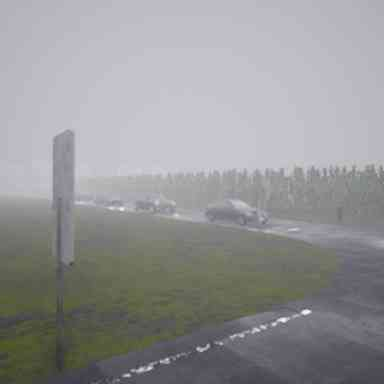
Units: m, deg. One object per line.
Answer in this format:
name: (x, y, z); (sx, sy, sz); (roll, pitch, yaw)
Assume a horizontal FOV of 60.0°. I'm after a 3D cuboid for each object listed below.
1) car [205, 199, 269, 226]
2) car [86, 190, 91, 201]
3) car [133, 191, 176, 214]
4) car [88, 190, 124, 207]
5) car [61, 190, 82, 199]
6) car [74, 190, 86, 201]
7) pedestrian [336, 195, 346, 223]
car: (2.626, 1.210, 20.641); (1.812, 1.442, 4.674); (0, 1, -34)
car: (-15.578, 0.433, 50.931); (2.097, 1.767, 4.553); (0, 1, -36)
car: (-3.287, 0.856, 28.890); (2.097, 1.767, 4.553); (0, 1, -36)
car: (-9.501, 0.864, 37.503); (2.033, 1.411, 5.357); (0, 1, -36)
car: (-21.394, 0.401, 58.975); (2.128, 1.511, 4.902); (0, 1, -36)
car: (-17.793, 0.670, 49.115); (1.895, 1.301, 4.718); (0, 1, -36)
pedestrian: (9.510, 1.065, 21.377); (0.375, 1.860, 0.375); (2, -1, -36)
